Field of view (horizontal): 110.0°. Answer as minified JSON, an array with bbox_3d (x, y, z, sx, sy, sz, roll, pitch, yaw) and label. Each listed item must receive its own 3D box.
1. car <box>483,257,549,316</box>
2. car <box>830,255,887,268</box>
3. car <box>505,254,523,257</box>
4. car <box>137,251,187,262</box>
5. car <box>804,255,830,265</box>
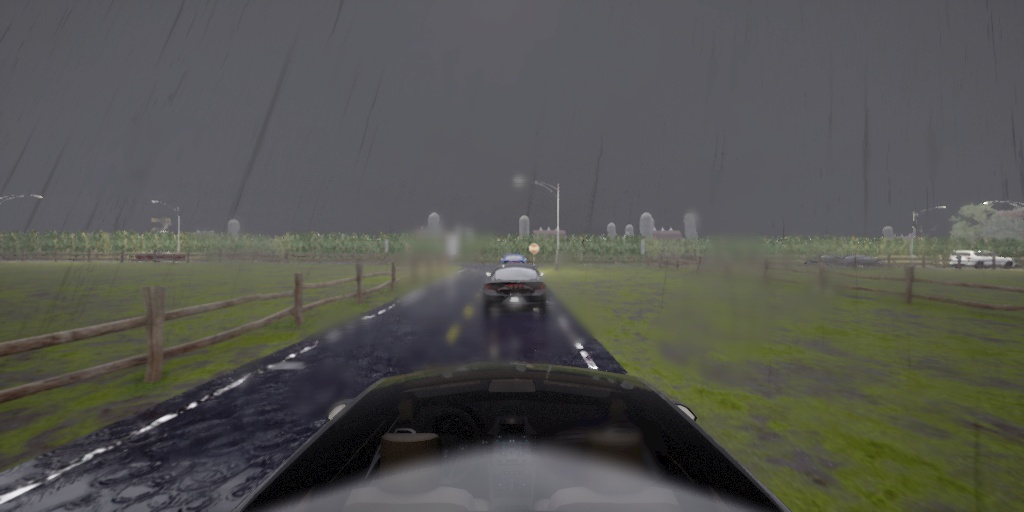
[{"bbox_3d":[0.116,0.975,12.052,1.882,1.535,5.008,0,2,0],"label":"car"},{"bbox_3d":[40.774,0.580,41.832,4.902,1.511,2.128,0,0,1],"label":"car"},{"bbox_3d":[0.140,0.581,28.104,1.882,1.535,5.008,0,1,0],"label":"car"},{"bbox_3d":[-41.093,0.064,42.342,4.718,1.301,1.895,0,0,1],"label":"car"},{"bbox_3d":[39.695,0.602,44.670,5.357,1.411,2.033,1,0,1],"label":"car"}]
